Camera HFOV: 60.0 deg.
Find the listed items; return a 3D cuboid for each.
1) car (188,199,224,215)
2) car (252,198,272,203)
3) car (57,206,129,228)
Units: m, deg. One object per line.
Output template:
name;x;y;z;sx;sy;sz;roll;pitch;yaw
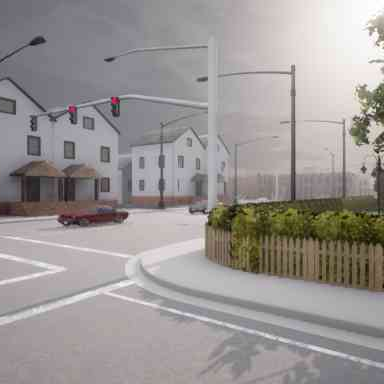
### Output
car;1.511;1.506;33.997;1.837;1.490;4.892;0;0;35
car;9.788;1.526;45.930;1.812;1.442;4.674;0;0;35
car;-6.544;1.601;22.335;1.895;1.301;4.718;0;0;35
